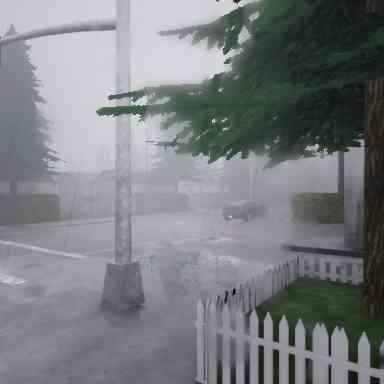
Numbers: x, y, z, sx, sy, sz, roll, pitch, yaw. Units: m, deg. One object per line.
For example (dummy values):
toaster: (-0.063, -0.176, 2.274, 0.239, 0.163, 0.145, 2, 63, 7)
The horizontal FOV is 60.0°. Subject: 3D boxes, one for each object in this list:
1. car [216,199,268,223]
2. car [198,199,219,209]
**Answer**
car: (4.023, 1.347, 24.606, 1.837, 1.490, 4.892, 0, 2, 35)
car: (2.787, 1.566, 43.402, 4.181, 1.385, 1.994, 0, 0, 37)
